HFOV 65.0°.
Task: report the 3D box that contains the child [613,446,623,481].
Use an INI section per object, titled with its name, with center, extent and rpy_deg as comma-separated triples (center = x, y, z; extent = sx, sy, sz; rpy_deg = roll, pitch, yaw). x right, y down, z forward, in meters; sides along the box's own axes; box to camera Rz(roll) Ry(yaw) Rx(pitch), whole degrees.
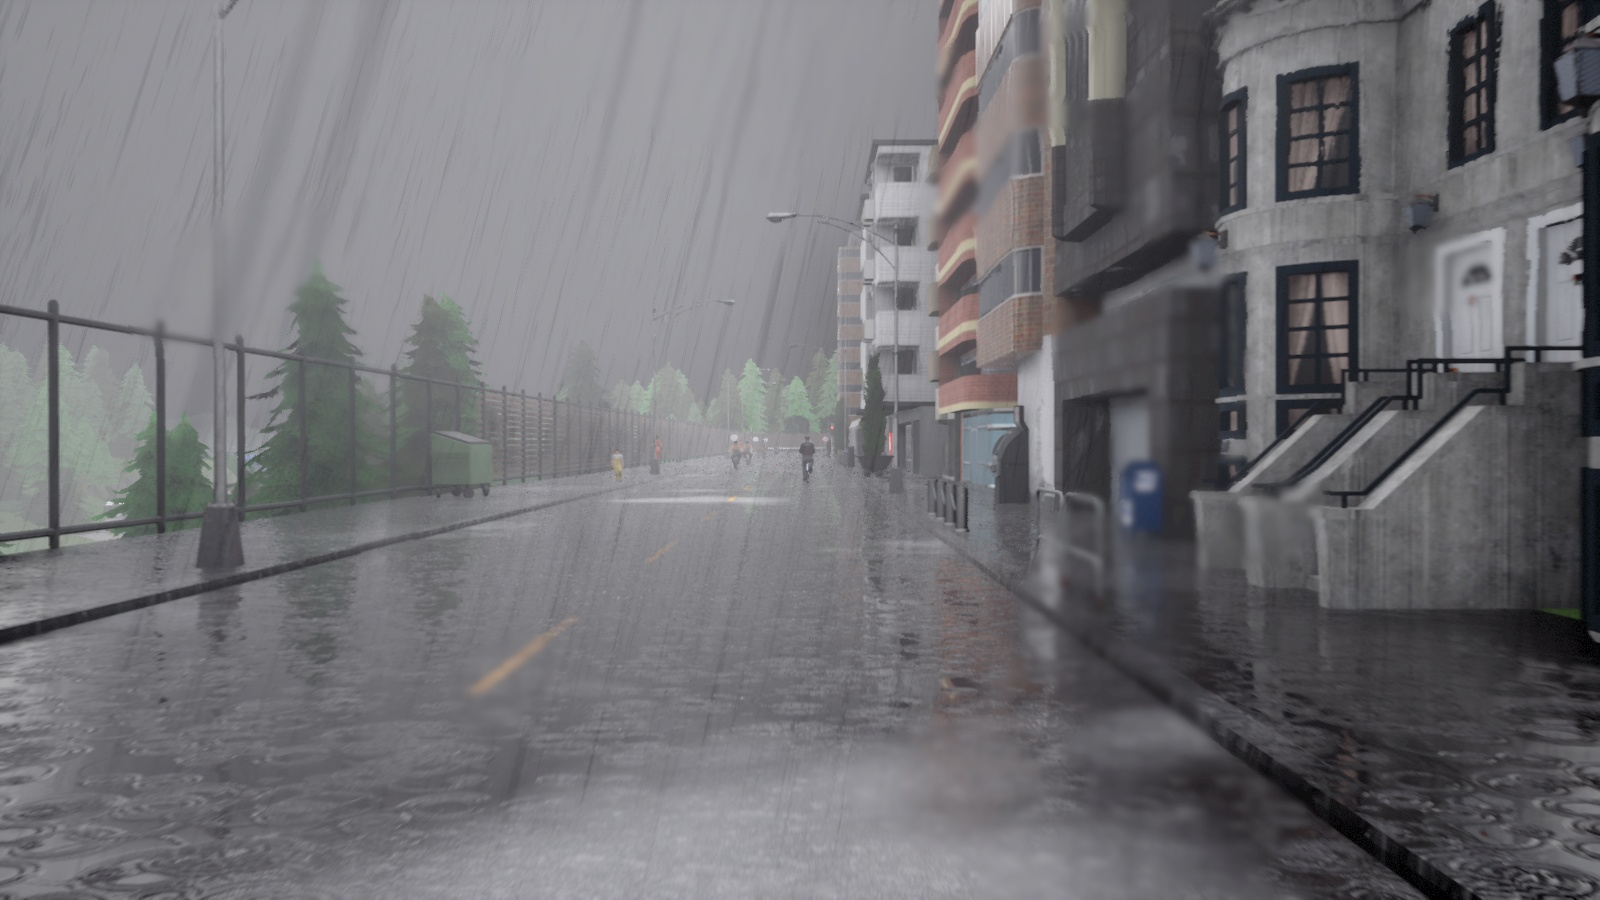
[child]
center = -6.466, 0.480, 44.624
extent = 0.270, 1.263, 0.437
rpy_deg = 0, 0, 3
